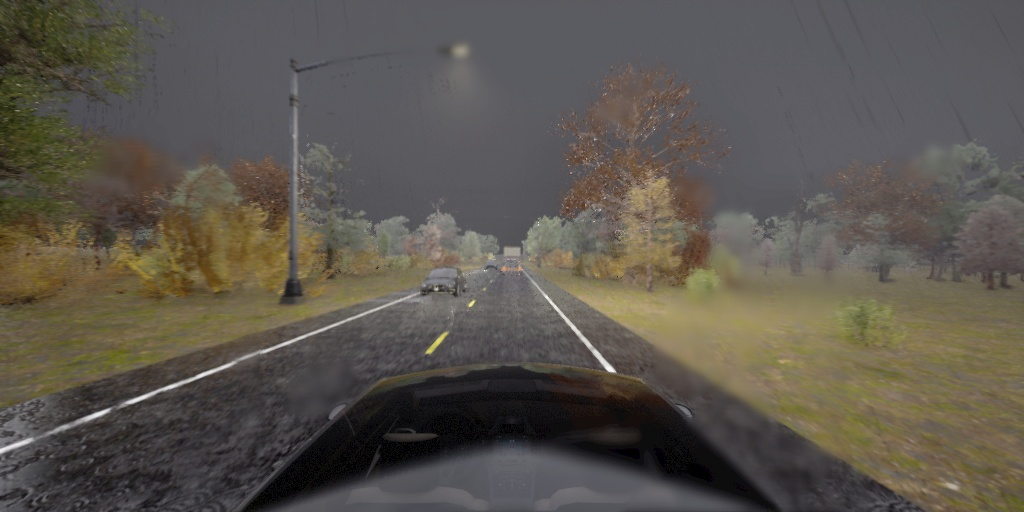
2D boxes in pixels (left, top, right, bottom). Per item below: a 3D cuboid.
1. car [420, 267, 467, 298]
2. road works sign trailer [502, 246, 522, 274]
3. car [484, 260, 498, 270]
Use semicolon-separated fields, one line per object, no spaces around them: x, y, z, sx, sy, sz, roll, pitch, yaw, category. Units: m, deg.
-3.583;1.351;19.442;1.837;1.490;4.892;0;0;0;car
0.018;0.465;47.101;2.380;3.560;2.880;0;0;0;road works sign trailer
-3.495;1.430;60.679;2.097;1.767;4.553;0;0;0;car
